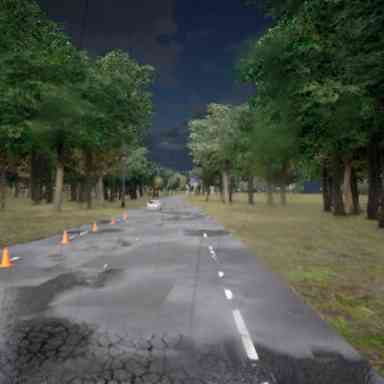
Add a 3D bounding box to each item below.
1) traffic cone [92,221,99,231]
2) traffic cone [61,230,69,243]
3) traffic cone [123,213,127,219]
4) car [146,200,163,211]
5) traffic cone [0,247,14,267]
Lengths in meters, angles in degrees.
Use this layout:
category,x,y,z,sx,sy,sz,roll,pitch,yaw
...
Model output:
category,x,y,z,sx,sy,sz,roll,pitch,yaw
traffic cone,-5.951,2.092,20.427,0.340,0.580,0.340,0,0,-1
traffic cone,-5.885,2.058,15.439,0.340,0.580,0.340,0,0,-1
traffic cone,-6.137,2.165,30.403,0.340,0.580,0.340,0,0,-1
car,-5.153,1.854,45.415,1.812,1.442,4.674,0,0,-2
traffic cone,-5.838,2.025,10.450,0.340,0.580,0.340,0,0,0
